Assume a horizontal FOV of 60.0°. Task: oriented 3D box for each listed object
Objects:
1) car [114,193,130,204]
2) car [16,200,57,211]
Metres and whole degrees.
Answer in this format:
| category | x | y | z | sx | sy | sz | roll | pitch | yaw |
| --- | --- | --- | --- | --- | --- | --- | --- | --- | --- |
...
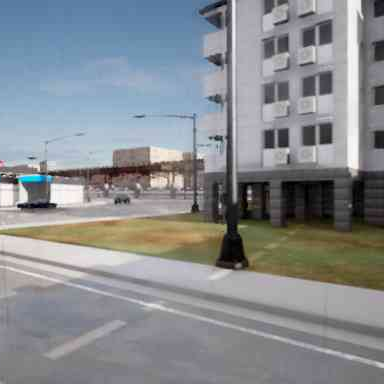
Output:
| category | x | y | z | sx | sy | sz | roll | pitch | yaw |
| --- | --- | --- | --- | --- | --- | --- | --- | --- | --- |
| car | -13.275 | 1.268 | 63.449 | 2.150 | 2.045 | 5.566 | 0 | 0 | 1 |
| car | -19.907 | 1.667 | 42.815 | 1.895 | 1.301 | 4.718 | 0 | 0 | 32 |
